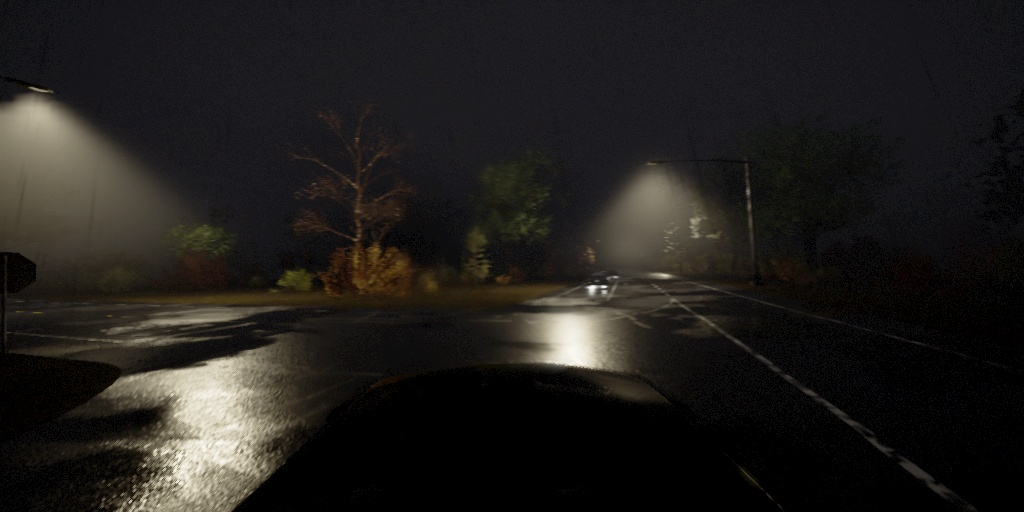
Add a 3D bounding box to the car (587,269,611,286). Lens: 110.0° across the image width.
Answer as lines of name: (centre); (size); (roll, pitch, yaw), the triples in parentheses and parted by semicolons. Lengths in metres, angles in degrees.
car: (9.176, 2.414, 38.187); (1.994, 1.385, 4.181); (-3, -2, 17)
